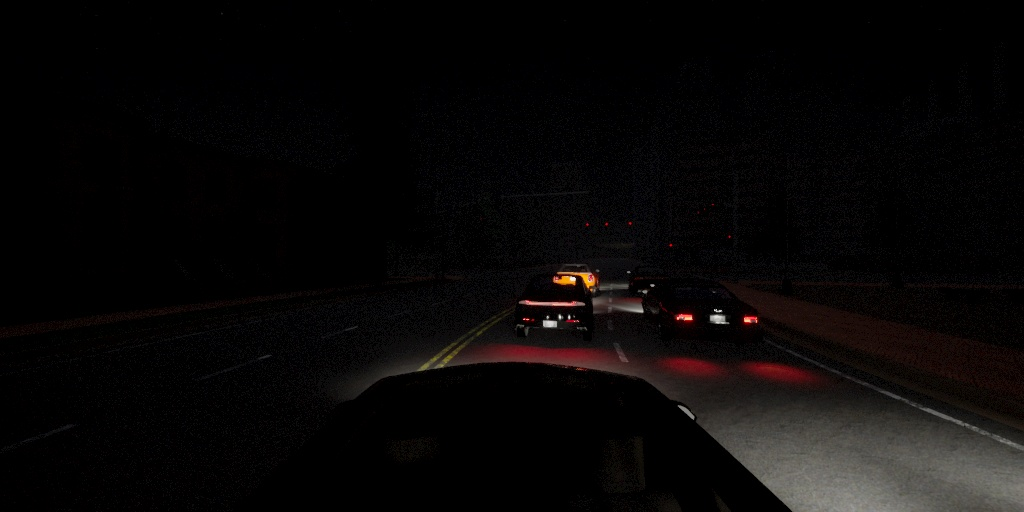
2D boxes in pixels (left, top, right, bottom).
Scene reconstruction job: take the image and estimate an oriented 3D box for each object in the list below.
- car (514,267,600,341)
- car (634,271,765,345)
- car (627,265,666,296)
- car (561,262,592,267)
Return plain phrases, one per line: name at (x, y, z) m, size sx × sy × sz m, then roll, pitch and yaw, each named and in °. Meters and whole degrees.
car at (1.319, 1.242, 10.040) m, size 2.128 × 1.511 × 4.902 m, roll 0°, pitch 0°, yaw 12°
car at (4.692, 1.297, 9.613) m, size 2.033 × 1.411 × 5.357 m, roll 0°, pitch 0°, yaw 13°
car at (7.249, 1.228, 19.102) m, size 1.882 × 1.535 × 5.008 m, roll 0°, pitch 0°, yaw 16°
car at (3.481, 1.102, 18.929) m, size 2.097 × 1.767 × 4.553 m, roll 0°, pitch 0°, yaw 16°
